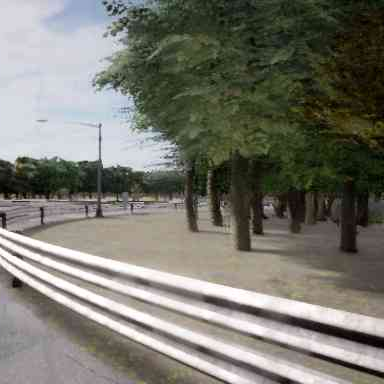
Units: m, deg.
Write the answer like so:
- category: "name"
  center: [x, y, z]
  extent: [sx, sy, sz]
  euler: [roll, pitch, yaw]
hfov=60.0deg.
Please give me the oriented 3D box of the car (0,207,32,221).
- category: "car"
  center: [-15.871, 2.002, 29.329]
  extent: [1.895, 1.301, 4.718]
  euler: [0, -1, -3]
